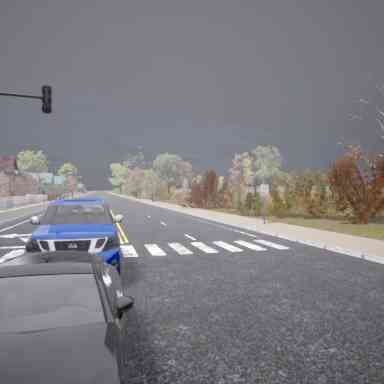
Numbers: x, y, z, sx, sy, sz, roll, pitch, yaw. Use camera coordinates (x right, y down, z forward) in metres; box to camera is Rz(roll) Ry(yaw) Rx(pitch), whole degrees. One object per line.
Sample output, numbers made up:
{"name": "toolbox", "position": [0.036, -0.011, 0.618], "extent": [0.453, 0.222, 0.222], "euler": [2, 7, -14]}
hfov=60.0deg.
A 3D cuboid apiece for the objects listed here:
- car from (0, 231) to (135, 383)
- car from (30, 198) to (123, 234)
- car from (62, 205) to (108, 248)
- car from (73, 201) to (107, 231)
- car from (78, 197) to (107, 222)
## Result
{"name": "car", "position": [-1.708, 1.524, 3.883], "extent": [1.812, 1.442, 4.674], "euler": [0, 0, -13]}
{"name": "car", "position": [-3.362, 1.218, 9.968], "extent": [2.150, 2.045, 5.566], "euler": [0, 0, -15]}
{"name": "car", "position": [-5.035, 1.498, 16.036], "extent": [1.837, 1.490, 4.892], "euler": [0, 0, -15]}
{"name": "car", "position": [-6.617, 1.467, 21.778], "extent": [1.882, 1.535, 5.008], "euler": [0, 0, -16]}
{"name": "car", "position": [-8.192, 1.336, 27.507], "extent": [2.097, 1.767, 4.553], "euler": [0, 0, -15]}
